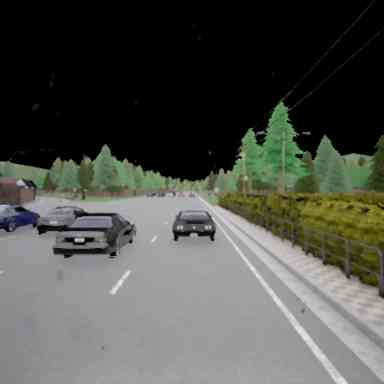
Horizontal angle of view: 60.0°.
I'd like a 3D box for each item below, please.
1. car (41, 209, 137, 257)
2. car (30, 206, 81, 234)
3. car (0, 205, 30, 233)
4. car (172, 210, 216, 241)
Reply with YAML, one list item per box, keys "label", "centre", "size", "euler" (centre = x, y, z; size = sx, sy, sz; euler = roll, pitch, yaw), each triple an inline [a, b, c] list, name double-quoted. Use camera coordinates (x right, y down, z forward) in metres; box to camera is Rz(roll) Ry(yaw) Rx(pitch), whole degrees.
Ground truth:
- label: "car"
  centre: [-3.406, 1.495, 12.585]
  size: [2.033, 1.411, 5.357]
  euler: [0, 0, 0]
- label: "car"
  centre: [-6.907, 1.487, 18.610]
  size: [1.994, 1.385, 4.181]
  euler: [0, 0, 0]
- label: "car"
  centre: [-10.407, 1.448, 18.935]
  size: [1.812, 1.442, 4.674]
  euler: [0, 0, 0]
- label: "car"
  centre: [0.094, 1.534, 16.366]
  size: [1.895, 1.301, 4.718]
  euler: [0, 0, 0]
